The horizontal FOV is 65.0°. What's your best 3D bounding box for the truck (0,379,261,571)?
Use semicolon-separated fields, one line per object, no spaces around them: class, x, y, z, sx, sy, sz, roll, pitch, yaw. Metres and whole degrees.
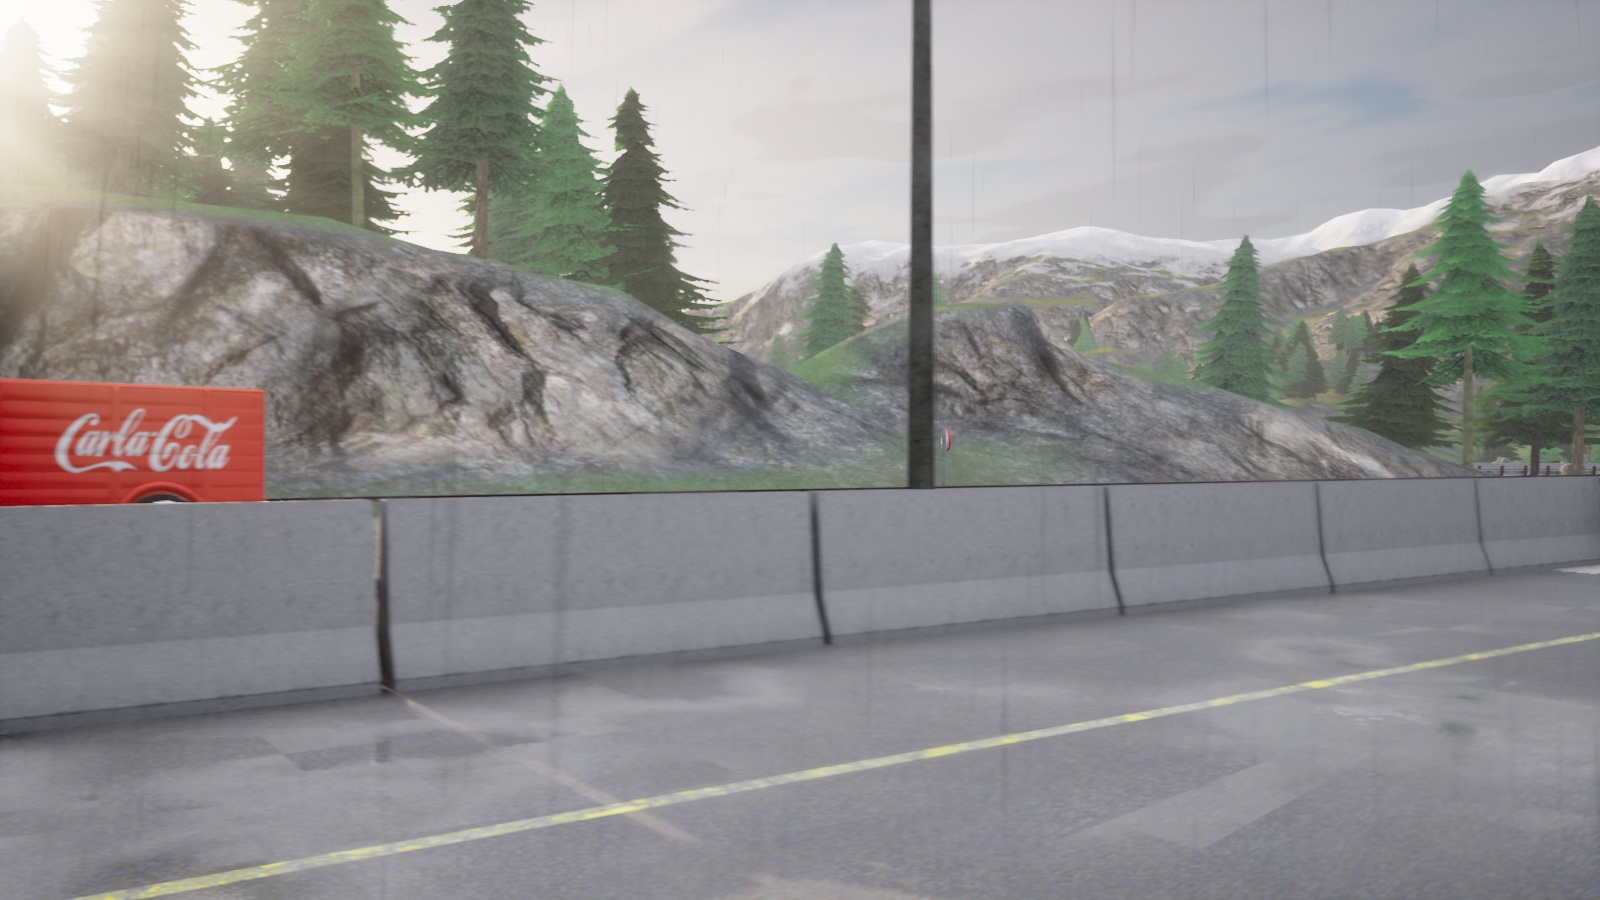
truck;-10.618;0.328;17.592;5.204;2.467;2.627;0;0;-35
